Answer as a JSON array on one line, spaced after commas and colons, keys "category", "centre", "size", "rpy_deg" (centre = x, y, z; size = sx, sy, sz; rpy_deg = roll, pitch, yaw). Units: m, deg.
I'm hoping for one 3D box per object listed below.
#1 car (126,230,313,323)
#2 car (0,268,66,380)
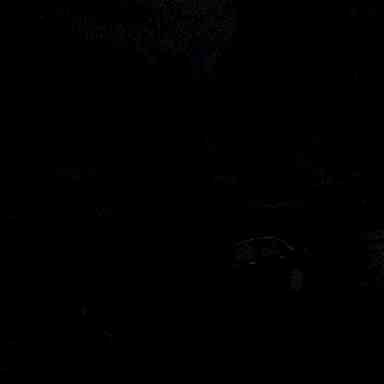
[{"category": "car", "centre": [0.769, 1.548, 7.105], "size": [4.403, 1.369, 2.008], "rpy_deg": [0, 0, -36]}, {"category": "car", "centre": [-3.857, 1.546, 3.805], "size": [4.507, 1.381, 1.887], "rpy_deg": [0, 0, -36]}]
